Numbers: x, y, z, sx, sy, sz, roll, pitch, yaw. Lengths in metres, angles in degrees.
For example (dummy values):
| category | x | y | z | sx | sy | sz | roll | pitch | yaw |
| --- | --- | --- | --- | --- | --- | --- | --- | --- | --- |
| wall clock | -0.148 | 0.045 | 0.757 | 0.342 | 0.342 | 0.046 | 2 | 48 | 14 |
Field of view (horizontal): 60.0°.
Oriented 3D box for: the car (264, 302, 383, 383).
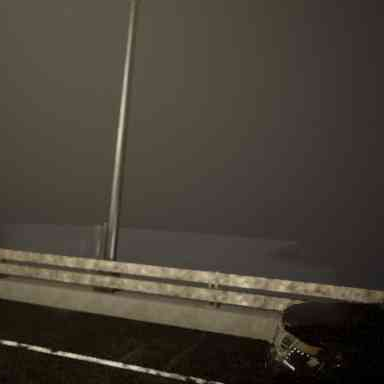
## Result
| category | x | y | z | sx | sy | sz | roll | pitch | yaw |
| --- | --- | --- | --- | --- | --- | --- | --- | --- | --- |
| car | 3.639 | 1.888 | 3.555 | 5.566 | 2.045 | 2.150 | 3 | -6 | 15 |
